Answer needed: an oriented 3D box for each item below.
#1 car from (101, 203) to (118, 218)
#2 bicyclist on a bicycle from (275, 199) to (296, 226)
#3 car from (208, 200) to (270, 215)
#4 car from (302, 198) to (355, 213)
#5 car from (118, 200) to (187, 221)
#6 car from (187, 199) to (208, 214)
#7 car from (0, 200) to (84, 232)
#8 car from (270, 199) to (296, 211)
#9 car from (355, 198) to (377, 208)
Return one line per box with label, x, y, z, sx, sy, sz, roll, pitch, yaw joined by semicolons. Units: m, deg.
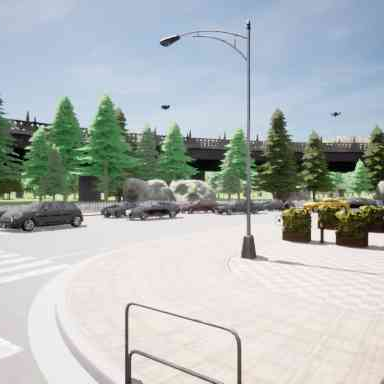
car;-5.844;1.508;29.215;1.994;1.385;4.181;0;0;45
bicyclist on a bicycle;5.581;1.245;19.574;0.582;1.620;1.656;0;0;-44
car;4.683;1.492;33.045;5.357;1.411;2.033;0;0;-26
car;14.555;1.422;36.275;5.008;1.535;1.882;0;0;-7
car;-3.144;1.436;27.121;4.902;1.511;2.128;0;0;-44
car;0.809;1.470;34.699;4.674;1.442;1.812;0;0;-30
car;-8.940;1.297;20.050;2.097;1.767;4.553;0;0;37
car;9.877;1.508;38.692;4.181;1.385;1.994;0;0;-14
car;19.671;1.436;40.197;4.902;1.511;2.128;0;0;0
